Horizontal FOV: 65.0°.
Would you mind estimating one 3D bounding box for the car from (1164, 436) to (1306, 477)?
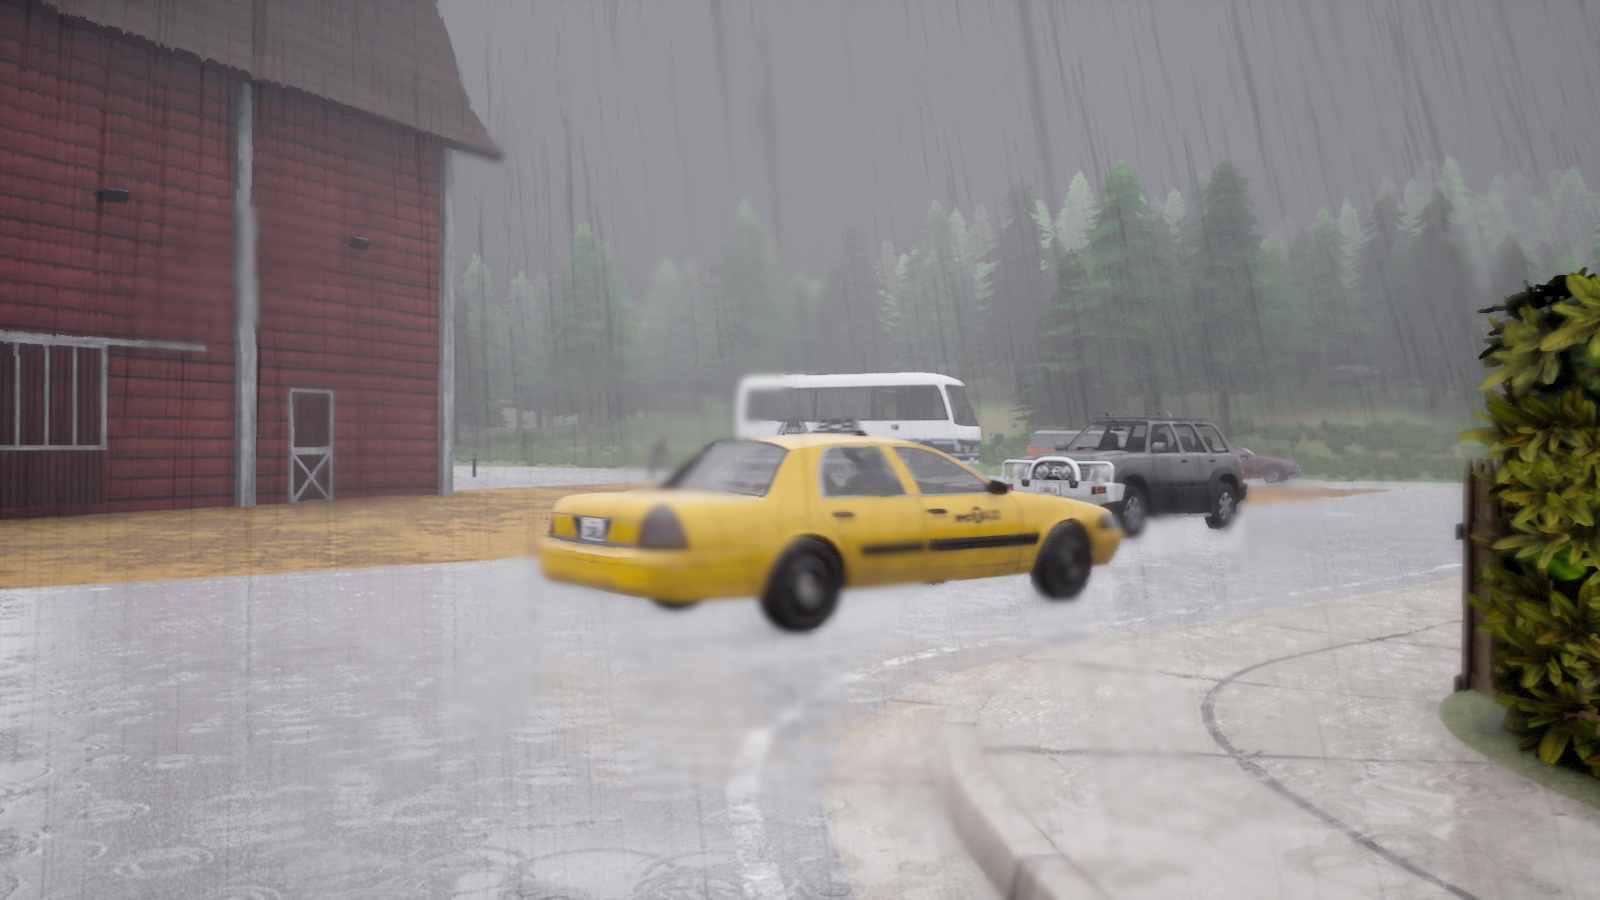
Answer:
[{"bbox_3d":[15.869,0.233,45.866,4.674,1.442,1.812,0,0,28],"label":"car"}]

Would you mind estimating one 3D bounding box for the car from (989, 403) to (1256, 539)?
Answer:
[{"bbox_3d":[5.086,0.256,19.397,1.932,1.855,4.605,0,1,44],"label":"car"}]

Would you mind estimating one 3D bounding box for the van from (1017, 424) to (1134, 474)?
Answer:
[{"bbox_3d":[11.394,-0.020,51.978,4.442,1.987,1.775,0,0,25],"label":"van"}]

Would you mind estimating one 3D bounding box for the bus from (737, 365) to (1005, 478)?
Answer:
[{"bbox_3d":[2.895,-1.056,52.098,10.273,4.253,3.944,-1,0,25],"label":"bus"}]

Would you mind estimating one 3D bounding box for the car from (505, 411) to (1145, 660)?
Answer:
[{"bbox_3d":[0.465,0.507,10.342,5.366,1.575,1.801,-1,0,-39],"label":"car"}]
